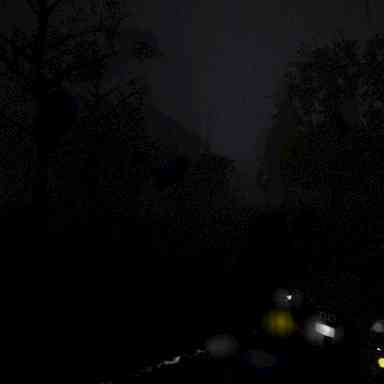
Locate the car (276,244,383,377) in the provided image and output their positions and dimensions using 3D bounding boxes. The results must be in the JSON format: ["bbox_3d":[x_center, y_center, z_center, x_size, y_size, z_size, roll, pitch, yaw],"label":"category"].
[{"bbox_3d":[3.335,1.612,5.448,4.181,1.385,1.994,1,0,-35],"label":"car"}]
